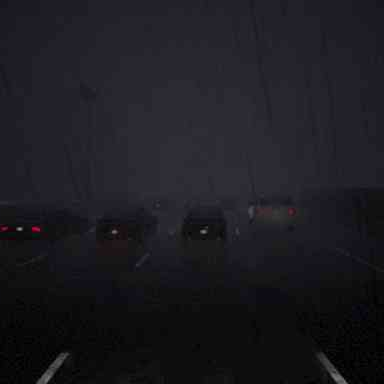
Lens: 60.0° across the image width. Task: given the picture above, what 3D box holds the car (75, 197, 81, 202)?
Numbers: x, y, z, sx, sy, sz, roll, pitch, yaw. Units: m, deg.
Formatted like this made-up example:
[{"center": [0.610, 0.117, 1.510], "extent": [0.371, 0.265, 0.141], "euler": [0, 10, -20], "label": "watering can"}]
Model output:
[{"center": [-16.781, 1.239, 53.301], "extent": [1.837, 1.490, 4.892], "euler": [0, 0, 18], "label": "car"}]

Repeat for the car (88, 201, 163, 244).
[{"center": [-2.855, 1.399, 15.529], "extent": [1.882, 1.535, 5.008], "euler": [0, 0, 4], "label": "car"}]

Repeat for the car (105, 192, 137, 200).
[{"center": [-10.334, 0.972, 50.510], "extent": [2.150, 2.045, 5.566], "euler": [0, 0, 18], "label": "car"}]

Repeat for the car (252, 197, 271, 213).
[{"center": [7.520, 1.326, 35.849], "extent": [1.837, 1.490, 4.892], "euler": [0, 0, 14], "label": "car"}]

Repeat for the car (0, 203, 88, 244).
[{"center": [-6.420, 1.470, 15.306], "extent": [2.033, 1.411, 5.357], "euler": [0, 0, 5], "label": "car"}]

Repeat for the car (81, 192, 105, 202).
[{"center": [-13.958, 0.971, 50.681], "extent": [2.150, 2.045, 5.566], "euler": [0, 0, 17], "label": "car"}]

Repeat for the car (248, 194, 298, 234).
[{"center": [4.474, 1.127, 18.872], "extent": [2.150, 2.045, 5.566], "euler": [0, 0, 6], "label": "car"}]

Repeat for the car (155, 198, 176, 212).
[{"center": [-3.098, 1.381, 36.493], "extent": [1.994, 1.385, 4.181], "euler": [0, 0, 13], "label": "car"}]

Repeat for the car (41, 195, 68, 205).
[{"center": [-21.060, 1.268, 51.330], "extent": [1.812, 1.442, 4.674], "euler": [0, 0, 17], "label": "car"}]

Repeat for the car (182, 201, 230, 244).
[{"center": [0.657, 1.399, 15.546], "extent": [1.882, 1.535, 5.008], "euler": [0, 0, 5], "label": "car"}]

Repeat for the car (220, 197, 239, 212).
[{"center": [3.903, 1.313, 35.762], "extent": [2.128, 1.511, 4.902], "euler": [0, 0, 13], "label": "car"}]

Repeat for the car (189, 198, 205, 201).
[{"center": [0.454, 1.382, 36.355], "extent": [1.994, 1.385, 4.181], "euler": [0, 0, 13], "label": "car"}]
